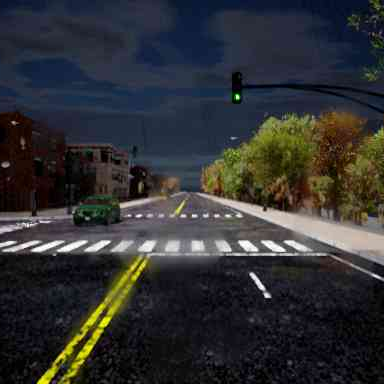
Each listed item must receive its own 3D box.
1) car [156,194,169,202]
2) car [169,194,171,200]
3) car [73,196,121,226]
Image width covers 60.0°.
[{"bbox_3d":[-6.587,1.388,71.303,1.882,1.535,5.008,0,0,0],"label":"car"},{"bbox_3d":[-6.633,1.278,90.064,1.837,1.490,4.892,0,0,0],"label":"car"},{"bbox_3d":[-6.482,1.294,23.375,2.150,2.045,5.566,0,0,0],"label":"car"}]
